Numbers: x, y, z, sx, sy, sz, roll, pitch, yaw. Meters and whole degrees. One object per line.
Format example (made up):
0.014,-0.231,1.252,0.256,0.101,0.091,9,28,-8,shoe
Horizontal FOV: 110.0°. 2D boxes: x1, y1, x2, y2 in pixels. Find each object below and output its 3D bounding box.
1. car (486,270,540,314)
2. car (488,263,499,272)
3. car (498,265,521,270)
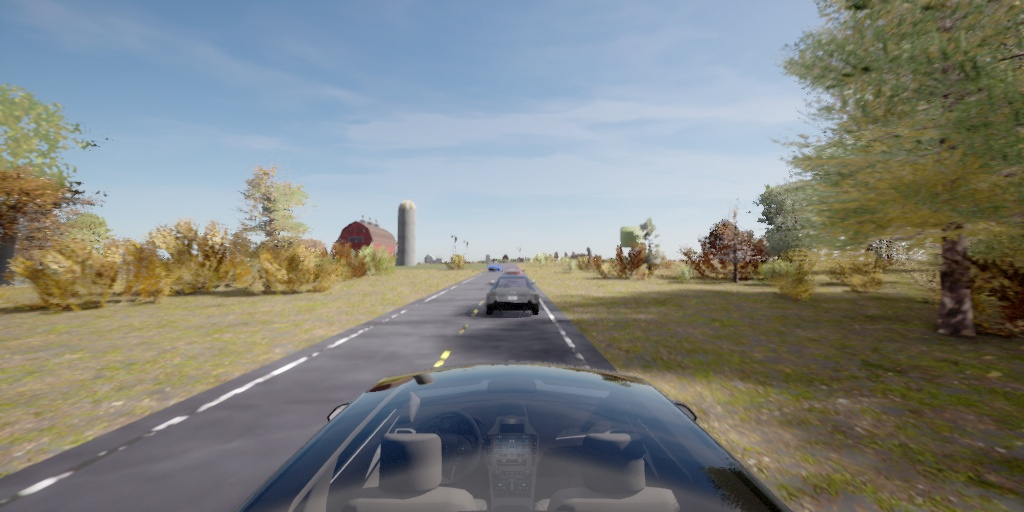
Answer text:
0.044,1.442,14.438,1.994,1.385,4.181,0,0,1,car
-2.836,1.801,57.416,1.882,1.535,5.008,0,-1,0,car
0.040,1.561,29.922,1.812,1.442,4.674,0,0,0,car
